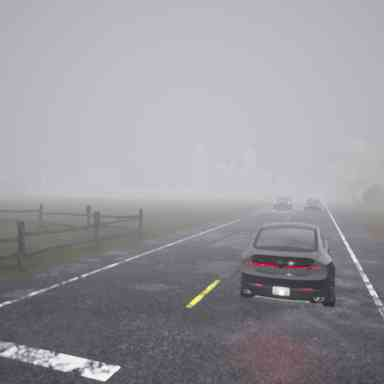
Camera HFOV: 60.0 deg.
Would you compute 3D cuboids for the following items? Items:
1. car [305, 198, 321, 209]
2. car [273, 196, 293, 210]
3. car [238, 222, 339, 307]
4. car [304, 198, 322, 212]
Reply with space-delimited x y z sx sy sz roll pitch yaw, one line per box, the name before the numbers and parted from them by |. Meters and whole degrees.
car | 16.982 1.535 46.494 1.994 1.385 4.181 0 0 21
car | 11.650 1.326 42.308 2.097 1.767 4.553 0 0 21
car | 2.429 1.499 8.126 1.837 1.490 4.892 0 0 21
car | 14.213 1.523 39.107 2.033 1.411 5.357 0 0 21
